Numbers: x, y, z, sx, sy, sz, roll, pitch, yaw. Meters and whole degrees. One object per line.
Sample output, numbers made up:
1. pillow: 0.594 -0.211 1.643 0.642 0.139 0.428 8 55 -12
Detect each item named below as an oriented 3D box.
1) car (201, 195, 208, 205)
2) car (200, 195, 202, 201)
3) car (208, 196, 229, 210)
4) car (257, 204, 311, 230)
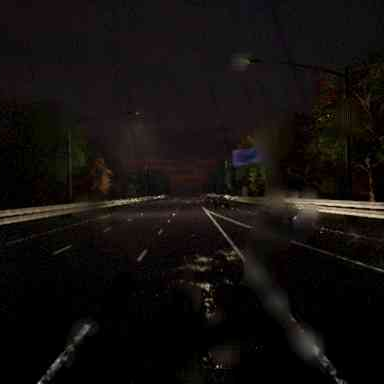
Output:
1. car: 3.263 1.510 59.866 2.033 1.411 5.357 -2 0 0
2. car: 3.141 1.499 87.736 1.882 1.535 5.008 -2 0 0
3. car: 3.547 1.424 42.006 1.837 1.490 4.892 -2 0 -2
4. car: 5.370 1.416 19.972 1.994 1.385 4.181 -2 0 -7
